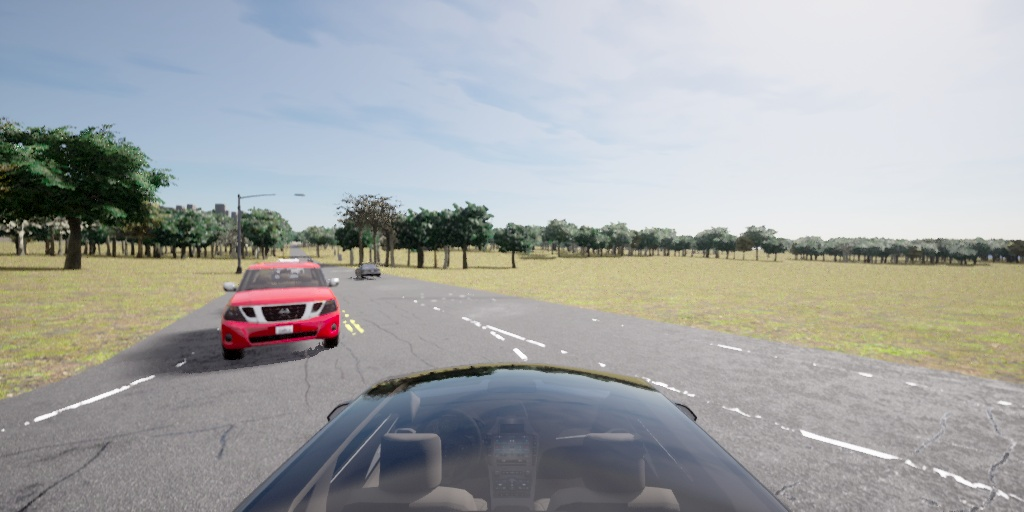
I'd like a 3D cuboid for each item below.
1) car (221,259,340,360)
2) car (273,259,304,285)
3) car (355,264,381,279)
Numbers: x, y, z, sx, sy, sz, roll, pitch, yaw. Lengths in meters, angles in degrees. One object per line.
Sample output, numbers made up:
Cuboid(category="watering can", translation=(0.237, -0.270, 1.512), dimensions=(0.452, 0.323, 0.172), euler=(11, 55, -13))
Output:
Cuboid(category="car", translation=(-6.054, 1.180, 9.596), dimensions=(2.150, 2.045, 5.566), euler=(-1, -1, -32))
Cuboid(category="car", translation=(-19.525, 1.296, 31.389), dimensions=(2.150, 2.045, 5.566), euler=(0, 0, -32))
Cuboid(category="car", translation=(-15.153, 1.590, 37.613), dimensions=(2.033, 1.411, 5.357), euler=(0, 0, -32))
